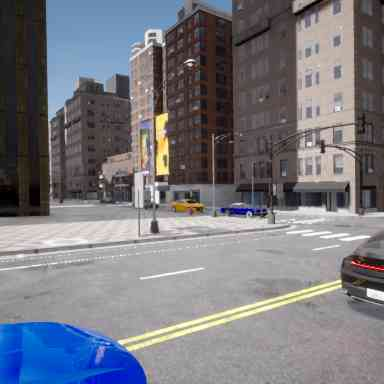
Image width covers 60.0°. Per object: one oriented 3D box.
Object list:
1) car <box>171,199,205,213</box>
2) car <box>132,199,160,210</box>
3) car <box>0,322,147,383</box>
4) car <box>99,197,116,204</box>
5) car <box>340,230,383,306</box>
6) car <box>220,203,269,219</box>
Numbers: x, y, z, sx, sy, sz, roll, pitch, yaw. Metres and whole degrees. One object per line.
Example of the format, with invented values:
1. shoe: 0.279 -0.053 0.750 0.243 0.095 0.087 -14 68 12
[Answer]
1. car: -0.546 1.603 38.366 1.882 1.535 5.008 -1 0 -35
2. car: -6.642 1.710 47.026 2.033 1.411 5.357 -1 0 -36
3. car: -2.584 1.478 1.598 5.008 1.535 1.882 0 0 -35
4. car: -17.207 1.742 67.576 2.033 1.411 5.357 -1 0 -35
5. car: 5.106 1.504 7.087 4.892 1.490 1.837 0 0 -36
6. car: 4.809 1.695 30.762 1.895 1.301 4.718 -1 0 -35
